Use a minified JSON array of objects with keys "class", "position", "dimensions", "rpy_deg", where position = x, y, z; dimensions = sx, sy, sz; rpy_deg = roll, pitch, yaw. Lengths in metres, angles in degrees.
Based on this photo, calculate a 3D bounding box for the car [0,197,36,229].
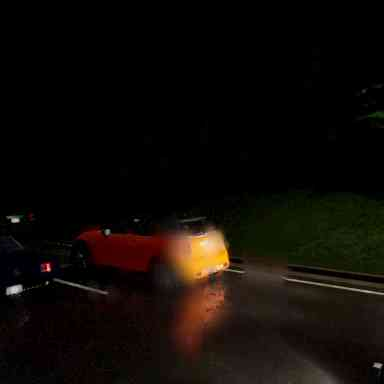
[{"class":"car","position":[-9.270,1.228,14.910],"dimensions":[5.566,2.045,2.150],"rpy_deg":[0,0,36]}]

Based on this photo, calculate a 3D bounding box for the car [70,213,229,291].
[{"class":"car","position":[-1.331,1.354,9.247],"dimensions":[4.553,1.767,2.097],"rpy_deg":[0,0,36]}]

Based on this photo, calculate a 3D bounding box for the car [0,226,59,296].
[{"class":"car","position":[-5.249,1.604,7.740],"dimensions":[4.718,1.301,1.895],"rpy_deg":[0,0,35]}]

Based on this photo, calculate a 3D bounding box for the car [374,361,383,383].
[{"class":"car","position":[3.712,1.547,1.338],"dimensions":[5.357,1.411,2.033],"rpy_deg":[0,0,35]}]
